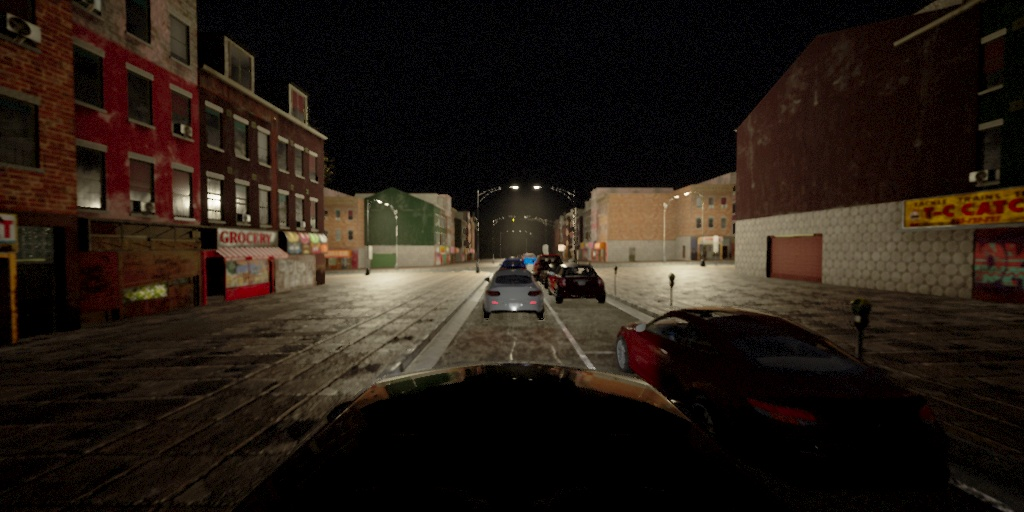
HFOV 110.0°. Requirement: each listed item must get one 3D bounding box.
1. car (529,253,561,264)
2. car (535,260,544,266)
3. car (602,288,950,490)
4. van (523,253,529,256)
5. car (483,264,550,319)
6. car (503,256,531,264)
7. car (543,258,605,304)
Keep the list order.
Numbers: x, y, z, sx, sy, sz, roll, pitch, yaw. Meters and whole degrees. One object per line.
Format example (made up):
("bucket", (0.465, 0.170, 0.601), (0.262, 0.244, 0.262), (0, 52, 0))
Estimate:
("car", (2.631, 0.793, 26.211), (2.192, 1.841, 5.009), (0, 0, 0))
("car", (2.632, 1.102, 20.809), (1.948, 1.339, 4.313), (0, 0, 0))
("car", (2.636, 1.298, 4.603), (1.802, 1.307, 4.207), (0, 0, 0))
("van", (2.624, 0.551, 52.571), (1.690, 1.789, 3.998), (0, 0, 0))
("car", (0.041, 1.157, 12.105), (1.812, 1.442, 4.674), (0, 1, 0))
("car", (0.096, 0.965, 25.363), (1.882, 1.535, 5.008), (0, 0, 0))
("car", (2.633, 1.034, 15.407), (1.967, 1.591, 4.097), (0, 0, 0))
